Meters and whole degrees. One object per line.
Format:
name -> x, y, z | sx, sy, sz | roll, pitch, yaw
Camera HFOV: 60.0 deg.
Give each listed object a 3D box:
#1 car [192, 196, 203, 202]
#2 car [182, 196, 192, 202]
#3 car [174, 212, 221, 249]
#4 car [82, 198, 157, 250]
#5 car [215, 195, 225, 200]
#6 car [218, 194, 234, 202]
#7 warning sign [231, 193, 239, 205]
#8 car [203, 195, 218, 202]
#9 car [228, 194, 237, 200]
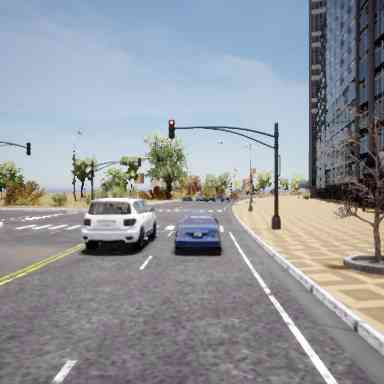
car -> 2.045, 1.554, 78.796 | 2.033, 1.411, 5.357 | 0, 0, 12
car -> -1.123, 1.564, 79.519 | 1.994, 1.385, 4.181 | 0, 0, 12
car -> 0.299, 1.565, 14.409 | 2.033, 1.411, 5.357 | 0, 0, 2
car -> -2.948, 1.259, 14.569 | 2.150, 2.045, 5.566 | 0, 0, 2
car -> 7.417, 1.403, 87.573 | 1.812, 1.442, 4.674 | 0, 0, 14
car -> 7.582, 1.452, 73.587 | 2.128, 1.511, 4.902 | 0, 0, 12
warning sign -> 7.159, 1.129, 55.296 | 1.300, 1.860, 1.060 | 0, 0, 9
car -> 4.395, 1.476, 74.224 | 1.994, 1.385, 4.181 | 0, 0, 12
car -> 10.676, 1.400, 87.211 | 1.837, 1.490, 4.892 | 0, 0, 14
